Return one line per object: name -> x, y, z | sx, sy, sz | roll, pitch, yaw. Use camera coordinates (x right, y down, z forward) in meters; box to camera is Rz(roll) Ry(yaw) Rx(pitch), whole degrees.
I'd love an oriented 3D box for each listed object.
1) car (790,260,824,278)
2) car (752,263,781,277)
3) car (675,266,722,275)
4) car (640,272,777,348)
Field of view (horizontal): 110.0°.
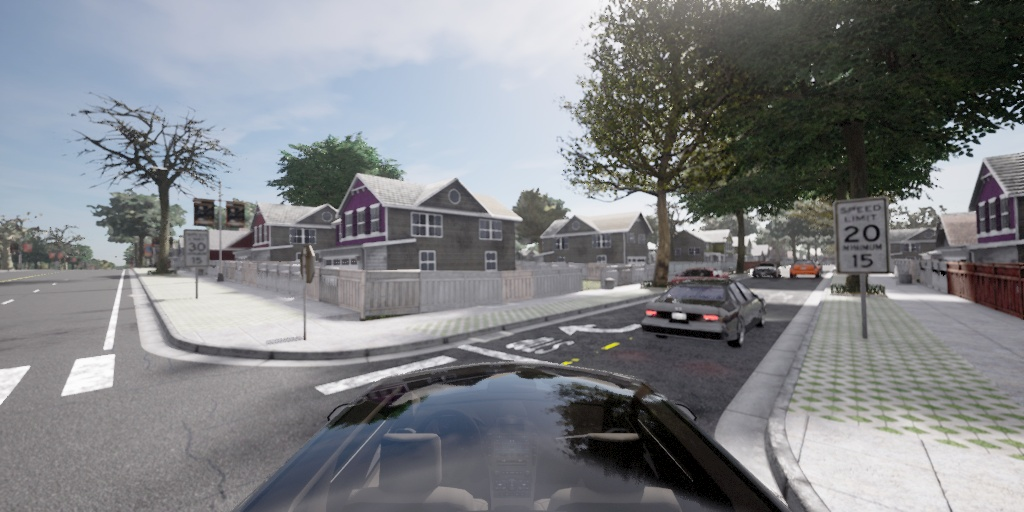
car -> 27.578, 1.117, 33.698 | 2.097, 1.767, 4.553 | -2, -2, 43
car -> 24.751, 1.368, 34.821 | 1.812, 1.442, 4.674 | -2, -2, 43
car -> 9.733, 1.308, 18.517 | 1.882, 1.535, 5.008 | -2, -1, 42
car -> 5.172, 1.298, 9.314 | 2.033, 1.411, 5.357 | -2, -1, 42
